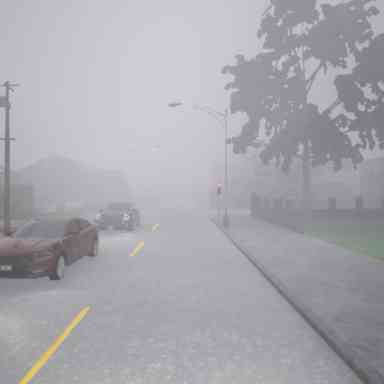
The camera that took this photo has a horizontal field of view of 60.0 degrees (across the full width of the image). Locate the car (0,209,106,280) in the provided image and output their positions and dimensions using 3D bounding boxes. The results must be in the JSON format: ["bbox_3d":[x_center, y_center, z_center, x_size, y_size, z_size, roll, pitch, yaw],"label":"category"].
[{"bbox_3d":[-4.307,1.498,10.212,1.882,1.535,5.008,0,0,0],"label":"car"}]

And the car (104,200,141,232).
[{"bbox_3d":[-4.451,1.392,20.304,2.097,1.767,4.553,0,0,-1],"label":"car"}]
